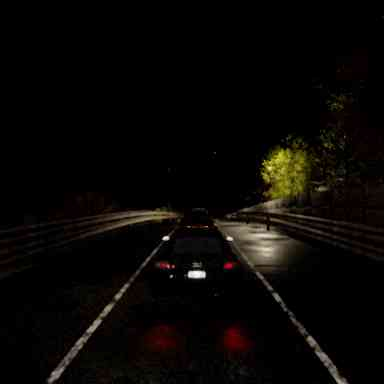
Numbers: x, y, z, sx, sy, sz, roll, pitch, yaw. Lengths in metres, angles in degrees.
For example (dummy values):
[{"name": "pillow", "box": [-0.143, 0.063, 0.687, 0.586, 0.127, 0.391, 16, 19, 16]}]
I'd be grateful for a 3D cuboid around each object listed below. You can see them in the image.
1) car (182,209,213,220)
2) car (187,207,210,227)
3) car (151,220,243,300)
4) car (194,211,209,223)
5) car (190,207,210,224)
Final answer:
[{"name": "car", "box": [0.292, 1.775, 16.559, 1.837, 1.490, 4.892, 0, -2, 1]}, {"name": "car", "box": [0.659, 2.313, 31.790, 2.097, 1.767, 4.553, 0, -3, 2]}, {"name": "car", "box": [0.154, 1.649, 8.649, 1.994, 1.385, 4.181, 0, -1, 2]}, {"name": "car", "box": [1.390, 3.448, 46.269, 1.882, 1.535, 5.008, 0, -4, 4]}, {"name": "car", "box": [0.944, 2.676, 37.437, 2.097, 1.767, 4.553, 0, -4, 3]}]
